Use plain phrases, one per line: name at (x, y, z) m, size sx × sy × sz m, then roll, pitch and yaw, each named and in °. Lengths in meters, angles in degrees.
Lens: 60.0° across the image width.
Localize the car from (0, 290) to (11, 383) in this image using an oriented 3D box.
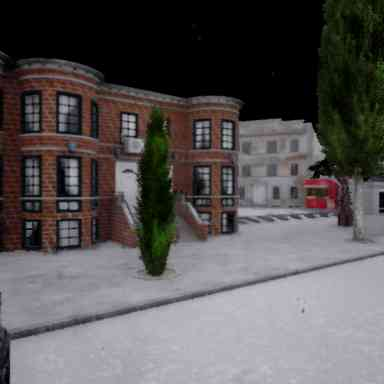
car at (-4.084, 1.221, 1.692) m, size 5.566 × 2.045 × 2.150 m, roll 0°, pitch 0°, yaw -36°
